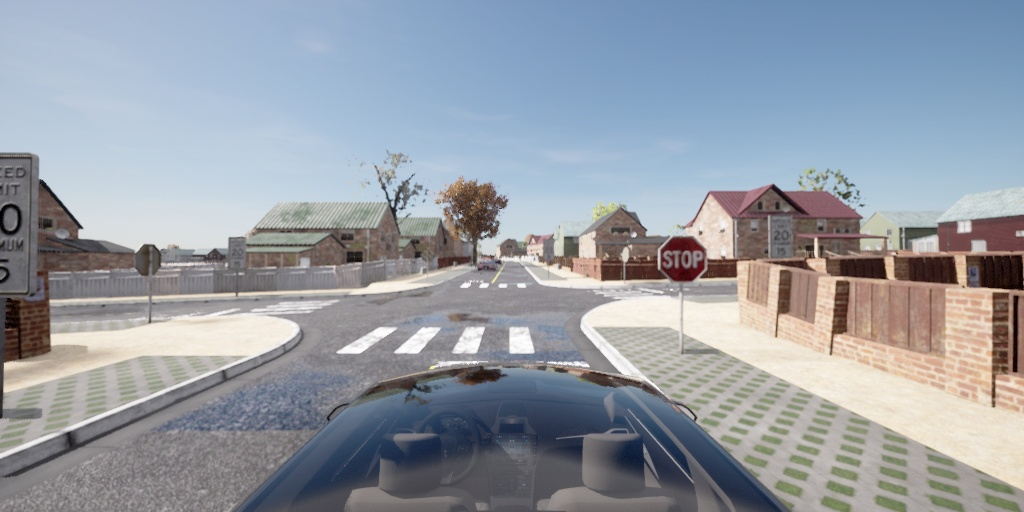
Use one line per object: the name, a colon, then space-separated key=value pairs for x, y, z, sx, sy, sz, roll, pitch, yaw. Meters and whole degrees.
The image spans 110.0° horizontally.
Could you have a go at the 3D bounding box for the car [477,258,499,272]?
car: x=-2.816 y=1.071 z=40.999 sx=1.994 sy=1.385 sz=4.181 roll=0 pitch=0 yaw=0

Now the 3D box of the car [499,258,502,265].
car: x=-2.730 y=0.969 z=63.426 sx=1.895 sy=1.301 sz=4.718 roll=0 pitch=0 yaw=0
